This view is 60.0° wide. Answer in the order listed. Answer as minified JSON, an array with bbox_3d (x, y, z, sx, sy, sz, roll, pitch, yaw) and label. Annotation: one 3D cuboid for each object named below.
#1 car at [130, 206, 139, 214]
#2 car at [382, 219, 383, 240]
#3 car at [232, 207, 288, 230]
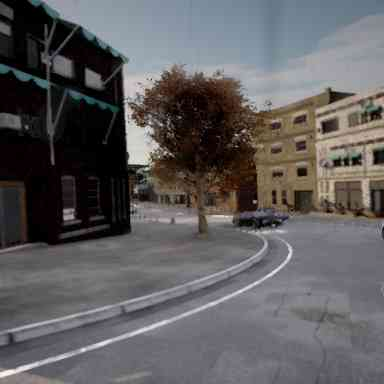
[{"bbox_3d":[-11.699,3.537,64.444,1.837,1.490,4.892,-3,1,-24],"label":"car"},{"bbox_3d":[9.494,1.295,13.381,2.150,2.045,5.566,-2,-1,15],"label":"car"},{"bbox_3d":[5.142,2.214,27.130,2.033,1.411,5.357,-3,-2,-20],"label":"car"}]
